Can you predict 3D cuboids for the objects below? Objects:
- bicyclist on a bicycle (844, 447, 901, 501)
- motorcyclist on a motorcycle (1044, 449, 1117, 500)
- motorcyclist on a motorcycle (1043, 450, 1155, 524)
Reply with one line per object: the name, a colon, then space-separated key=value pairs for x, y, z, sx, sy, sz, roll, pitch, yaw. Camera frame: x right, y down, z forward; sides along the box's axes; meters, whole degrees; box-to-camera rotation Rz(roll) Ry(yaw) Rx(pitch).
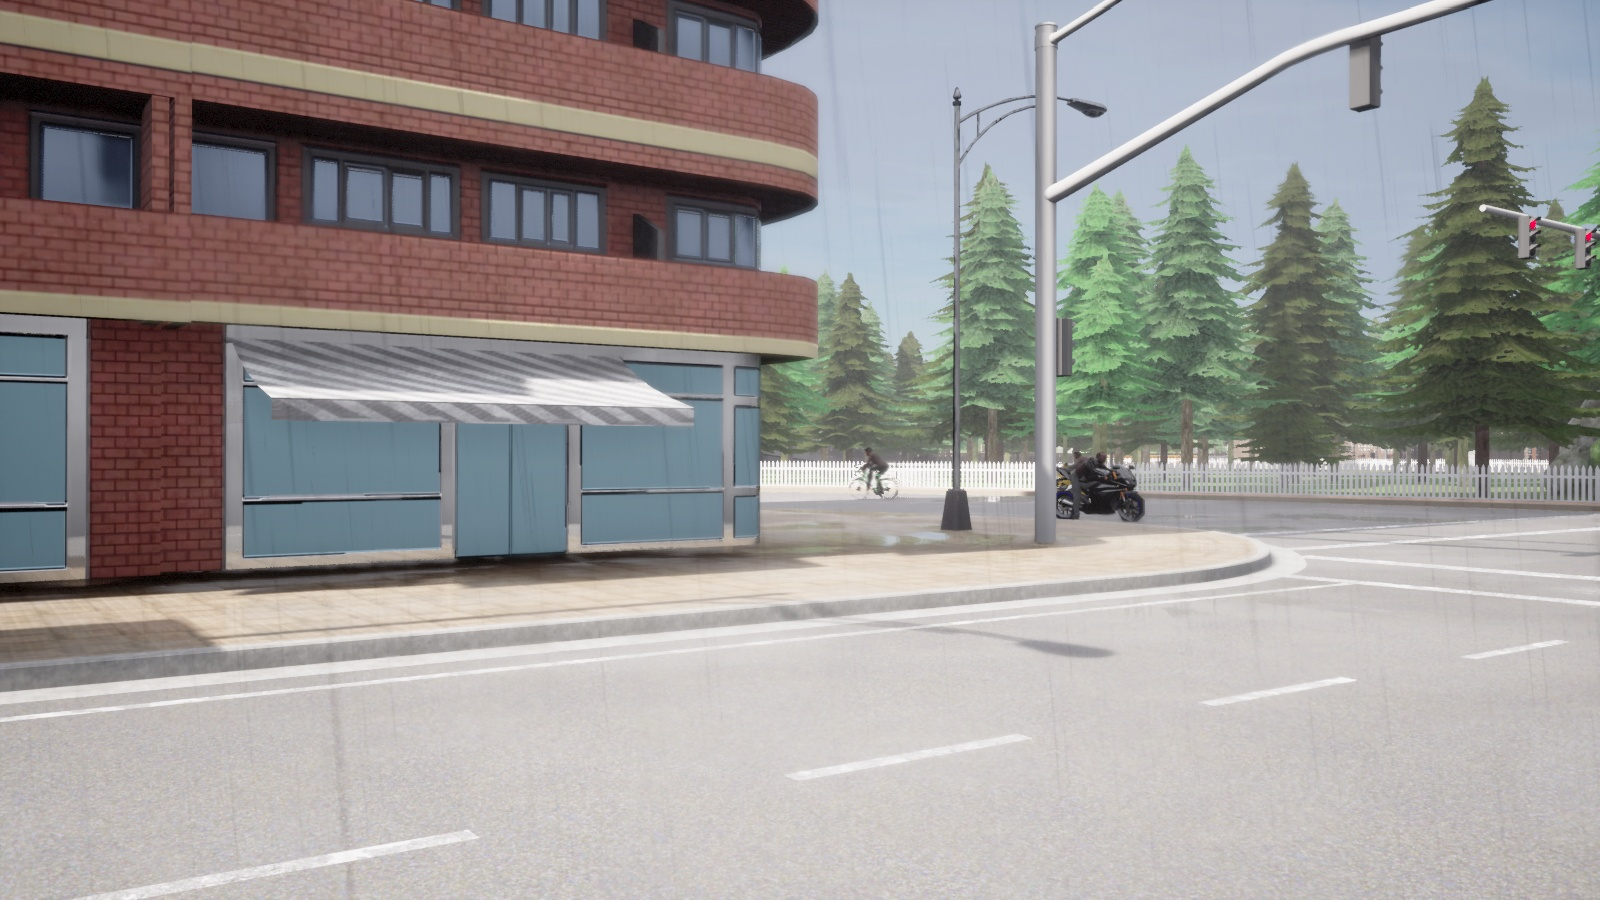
bicyclist on a bicycle: x=2.218 y=0.732 z=38.497 sx=1.656 sy=1.620 sz=0.582 roll=-1 pitch=0 yaw=29
motorcyclist on a motorcycle: x=8.631 y=0.748 z=38.706 sx=2.044 sy=1.523 sz=0.797 roll=0 pitch=0 yaw=36
motorcyclist on a motorcycle: x=6.403 y=0.777 z=27.008 sx=2.191 sy=1.530 sz=0.866 roll=0 pitch=0 yaw=42
